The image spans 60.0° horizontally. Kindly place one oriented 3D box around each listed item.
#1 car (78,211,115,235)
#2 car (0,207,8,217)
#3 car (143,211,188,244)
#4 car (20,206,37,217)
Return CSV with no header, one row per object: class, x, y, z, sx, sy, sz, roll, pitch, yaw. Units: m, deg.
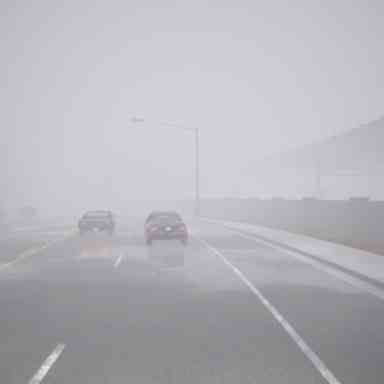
car,-5.694,1.791,20.375,1.895,1.301,4.718,0,-1,-11
car,-26.629,2.750,46.113,1.812,1.442,4.674,0,-3,-31
car,-1.402,1.644,16.447,2.033,1.411,5.357,0,-1,-9
car,-23.287,2.692,47.292,1.882,1.535,5.008,0,-2,-30
